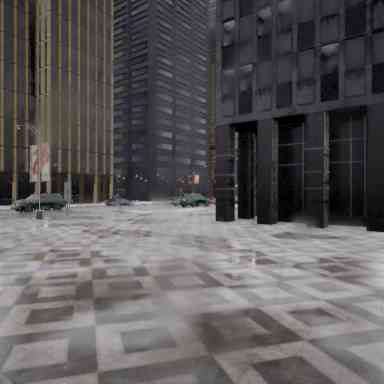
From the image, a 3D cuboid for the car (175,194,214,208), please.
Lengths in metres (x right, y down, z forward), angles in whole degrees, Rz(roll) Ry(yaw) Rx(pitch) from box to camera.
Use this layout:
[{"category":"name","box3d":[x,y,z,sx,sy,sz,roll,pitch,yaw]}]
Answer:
[{"category":"car","box3d":[0.487,1.279,49.801,2.150,2.045,5.566,0,0,37]}]

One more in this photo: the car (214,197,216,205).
[{"category":"car","box3d":[4.480,1.631,60.648,1.994,1.385,4.181,0,0,37]}]

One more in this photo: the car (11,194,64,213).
[{"category":"car","box3d":[-17.136,1.237,37.295,2.150,2.045,5.566,0,0,37]}]

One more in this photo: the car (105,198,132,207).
[{"category":"car","box3d":[-11.178,1.593,50.684,1.994,1.385,4.181,0,0,37]}]

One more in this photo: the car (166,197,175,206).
[{"category":"car","box3d":[-1.160,1.601,53.003,2.033,1.411,5.357,0,0,37]}]

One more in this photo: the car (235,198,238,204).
[{"category":"car","box3d":[6.836,1.578,58.369,1.837,1.490,4.892,0,0,37]}]

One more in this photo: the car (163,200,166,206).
[{"category":"car","box3d":[-2.913,1.542,56.232,2.128,1.511,4.902,0,0,37]}]
